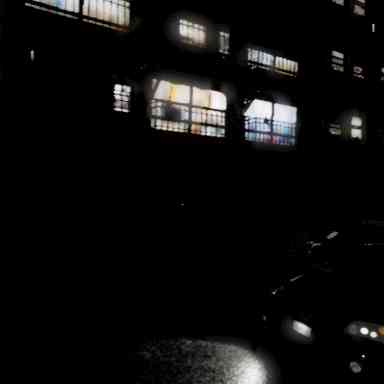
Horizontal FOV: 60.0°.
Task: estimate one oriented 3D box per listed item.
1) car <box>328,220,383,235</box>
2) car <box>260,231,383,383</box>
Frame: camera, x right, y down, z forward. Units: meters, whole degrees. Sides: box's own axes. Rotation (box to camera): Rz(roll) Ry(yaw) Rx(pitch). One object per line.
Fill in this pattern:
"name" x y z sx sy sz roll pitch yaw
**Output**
"car" 5.002 1.484 9.206 4.313 1.339 1.947 1 2 -29
"car" 3.102 1.519 5.053 4.181 1.385 1.994 1 1 -29
